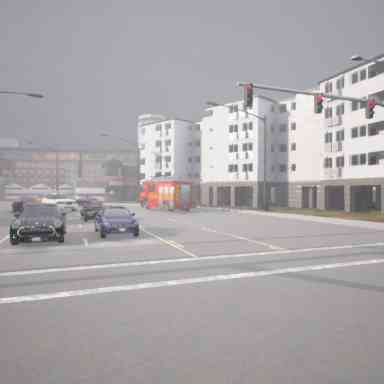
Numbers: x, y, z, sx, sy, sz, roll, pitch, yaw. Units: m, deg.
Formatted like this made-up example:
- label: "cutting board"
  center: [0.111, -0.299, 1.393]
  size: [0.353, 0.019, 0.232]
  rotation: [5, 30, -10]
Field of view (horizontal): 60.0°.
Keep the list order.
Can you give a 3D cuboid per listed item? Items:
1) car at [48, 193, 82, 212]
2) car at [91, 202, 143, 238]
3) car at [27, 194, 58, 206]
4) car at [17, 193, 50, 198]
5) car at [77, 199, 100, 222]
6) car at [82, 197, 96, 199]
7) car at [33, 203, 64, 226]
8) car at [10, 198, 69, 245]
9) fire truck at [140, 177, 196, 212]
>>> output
- label: "car"
  center: [-14.608, 1.145, 36.664]
  size: [2.150, 2.045, 5.566]
  rotation: [0, 0, -43]
- label: "car"
  center: [-4.130, 1.505, 17.819]
  size: [1.812, 1.442, 4.674]
  rotation: [0, 0, -22]
- label: "car"
  center: [-23.531, 1.226, 52.352]
  size: [4.553, 1.767, 2.097]
  rotation: [0, 0, 25]
- label: "car"
  center: [-16.412, 1.280, 33.353]
  size: [2.097, 1.767, 4.553]
  rotation: [0, 0, -42]
- label: "car"
  center: [-7.490, 1.520, 25.852]
  size: [1.994, 1.385, 4.181]
  rotation: [0, 0, -25]
- label: "car"
  center: [-14.982, 1.389, 46.714]
  size: [4.902, 1.511, 2.128]
  rotation: [0, 0, 38]
- label: "car"
  center: [-10.392, 1.558, 23.969]
  size: [1.895, 1.301, 4.718]
  rotation: [0, 0, -25]
- label: "car"
  center: [-7.061, 1.333, 15.622]
  size: [2.097, 1.767, 4.553]
  rotation: [0, 0, -19]
- label: "fire truck"
  center: [-2.994, 0.274, 38.792]
  size: [2.891, 3.827, 8.468]
  rotation: [0, 0, -34]
